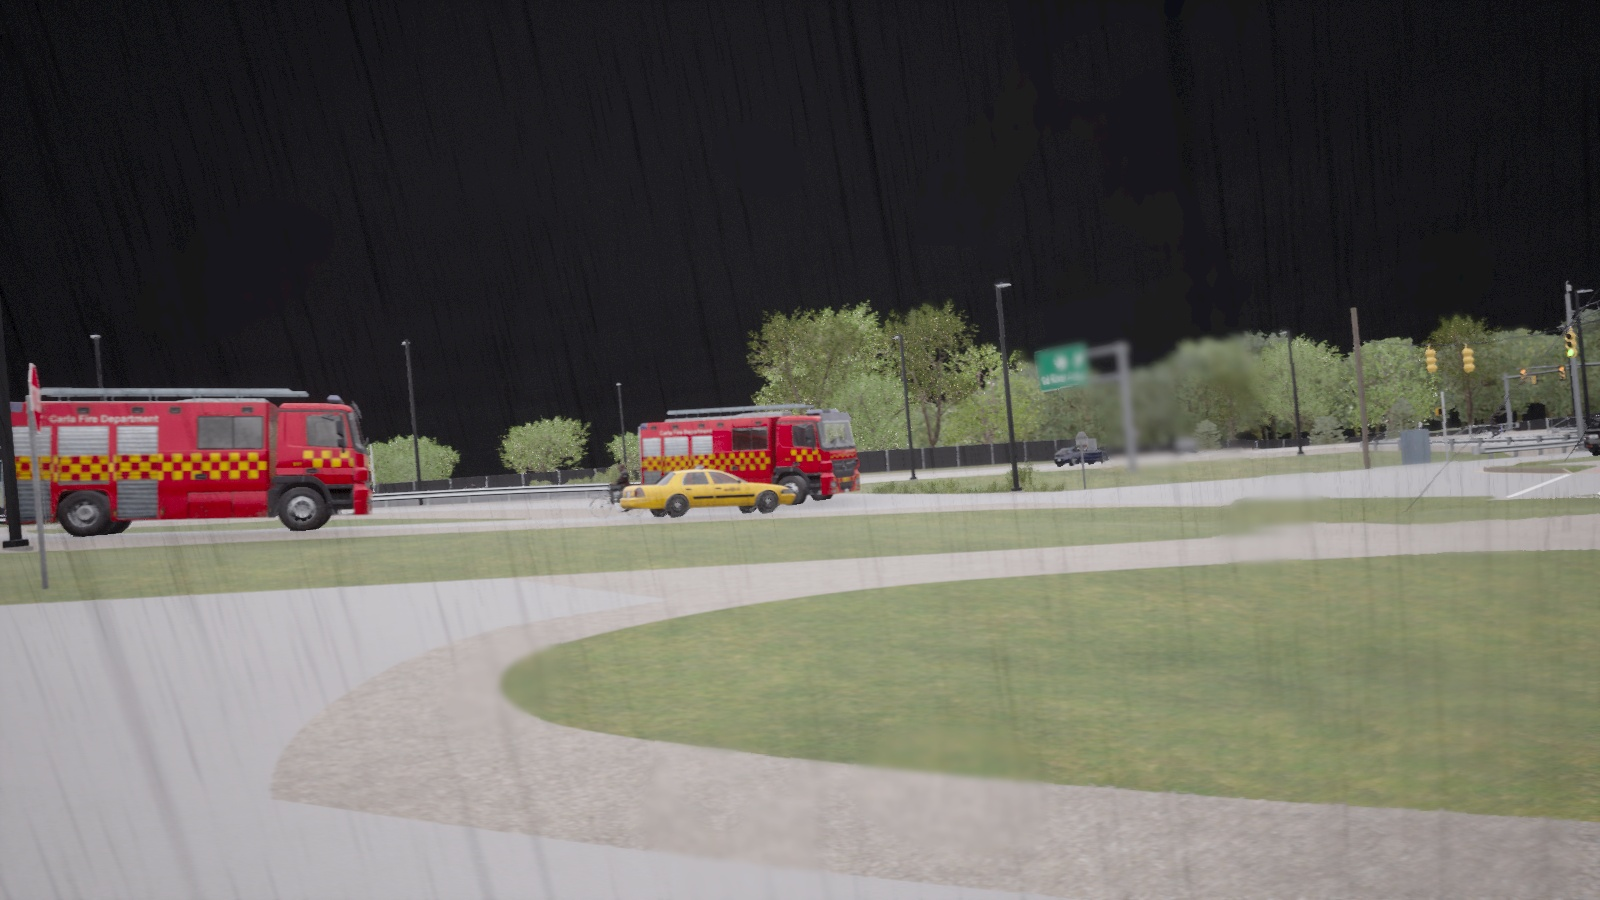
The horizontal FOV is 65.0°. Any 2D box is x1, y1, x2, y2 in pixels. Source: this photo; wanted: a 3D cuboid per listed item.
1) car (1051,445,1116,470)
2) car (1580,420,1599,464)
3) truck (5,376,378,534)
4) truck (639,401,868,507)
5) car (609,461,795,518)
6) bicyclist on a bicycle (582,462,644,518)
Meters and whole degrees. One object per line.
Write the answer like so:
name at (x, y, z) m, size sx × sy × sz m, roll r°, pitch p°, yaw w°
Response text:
car at (20.233, 0.535, 89.723) m, size 4.193 × 1.474 × 1.816 m, roll -3°, pitch -1°, yaw -25°
car at (36.761, -0.468, 55.210) m, size 4.605 × 1.855 × 1.932 m, roll -3°, pitch -1°, yaw -25°
truck at (-15.642, 0.169, 33.086) m, size 8.468 × 3.827 × 2.891 m, roll 0°, pitch -2°, yaw -17°
truck at (-1.873, 0.186, 49.095) m, size 8.468 × 3.827 × 2.891 m, roll -2°, pitch 1°, yaw 28°
car at (-3.008, 1.209, 38.601) m, size 5.366 × 1.575 × 1.801 m, roll -1°, pitch -2°, yaw -24°
bicyclist on a bicycle at (-6.111, 1.306, 41.047) m, size 1.843 × 1.776 × 0.659 m, roll -1°, pitch -2°, yaw -24°
